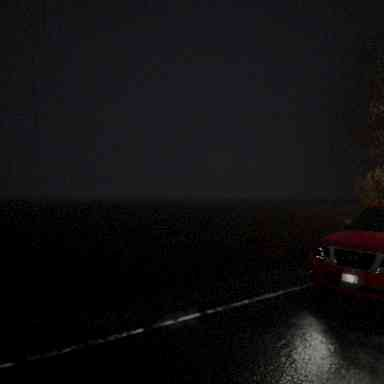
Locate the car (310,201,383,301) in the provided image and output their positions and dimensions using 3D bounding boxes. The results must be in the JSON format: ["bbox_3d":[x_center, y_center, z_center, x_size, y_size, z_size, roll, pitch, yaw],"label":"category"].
[{"bbox_3d":[5.120,1.239,7.748,5.566,2.045,2.150,0,0,-36],"label":"car"}]
